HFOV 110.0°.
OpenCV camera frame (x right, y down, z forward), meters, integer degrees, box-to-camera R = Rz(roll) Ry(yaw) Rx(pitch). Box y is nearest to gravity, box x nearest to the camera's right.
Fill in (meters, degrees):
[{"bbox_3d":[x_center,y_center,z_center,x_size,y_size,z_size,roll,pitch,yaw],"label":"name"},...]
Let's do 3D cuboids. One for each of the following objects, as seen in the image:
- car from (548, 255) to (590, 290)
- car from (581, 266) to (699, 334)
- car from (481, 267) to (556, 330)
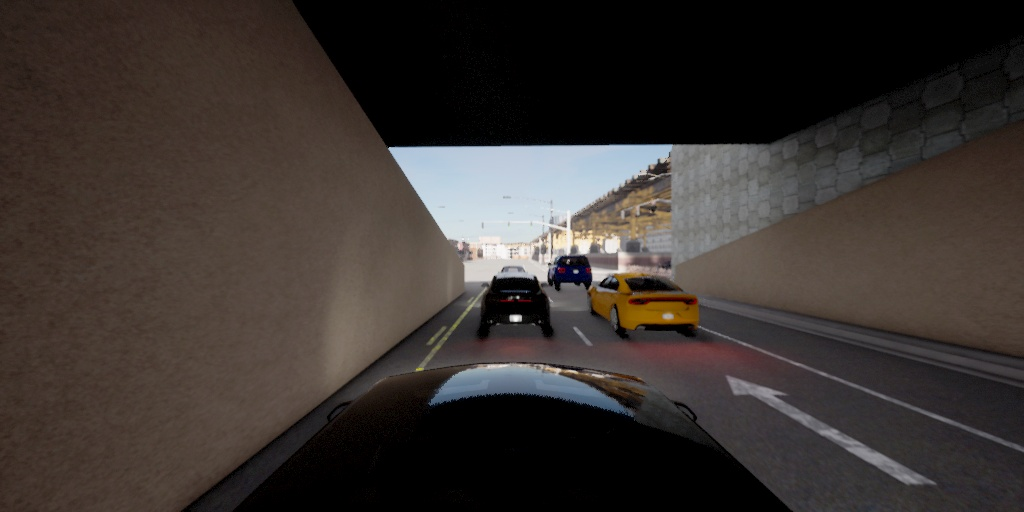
[{"bbox_3d":[3.562,0.982,22.726,2.150,2.045,5.566,0,0,0],"label":"car"},{"bbox_3d":[3.591,1.233,10.715,1.882,1.535,5.008,0,0,0],"label":"car"},{"bbox_3d":[0.092,1.261,11.187,1.837,1.490,4.892,0,0,0],"label":"car"}]
